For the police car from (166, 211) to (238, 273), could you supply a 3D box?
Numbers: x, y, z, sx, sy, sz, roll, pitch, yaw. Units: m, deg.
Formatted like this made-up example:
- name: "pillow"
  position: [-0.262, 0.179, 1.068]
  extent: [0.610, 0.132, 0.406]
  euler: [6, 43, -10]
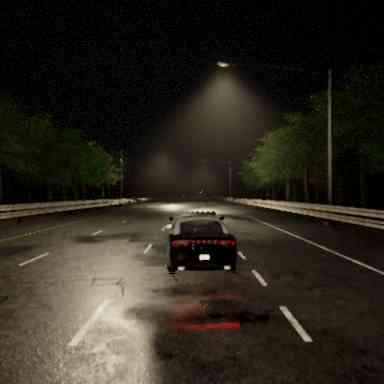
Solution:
- name: "police car"
  position: [0.201, 1.432, 10.802]
  extent: [1.930, 1.638, 5.238]
  euler: [0, 0, -2]
